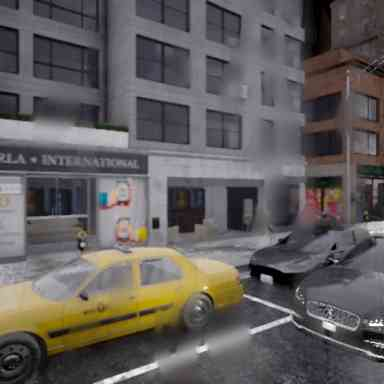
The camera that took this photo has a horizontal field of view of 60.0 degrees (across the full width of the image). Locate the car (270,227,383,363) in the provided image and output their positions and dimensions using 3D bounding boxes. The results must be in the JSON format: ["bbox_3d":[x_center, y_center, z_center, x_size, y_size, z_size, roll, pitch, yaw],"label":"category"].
[{"bbox_3d":[3.756,1.485,5.693,4.892,1.490,1.837,0,0,-35],"label":"car"}]

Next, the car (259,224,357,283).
[{"bbox_3d":[3.431,1.540,8.630,4.313,1.339,1.947,0,0,-35],"label":"car"}]

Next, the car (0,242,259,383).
[{"bbox_3d":[-1.335,1.520,5.235,4.829,1.417,1.752,0,0,-35],"label":"car"}]
